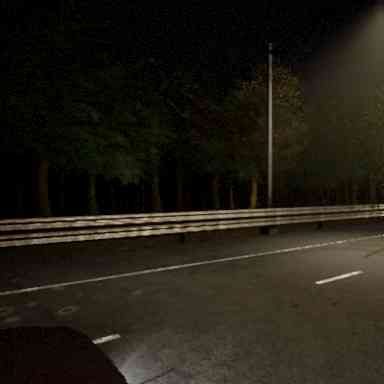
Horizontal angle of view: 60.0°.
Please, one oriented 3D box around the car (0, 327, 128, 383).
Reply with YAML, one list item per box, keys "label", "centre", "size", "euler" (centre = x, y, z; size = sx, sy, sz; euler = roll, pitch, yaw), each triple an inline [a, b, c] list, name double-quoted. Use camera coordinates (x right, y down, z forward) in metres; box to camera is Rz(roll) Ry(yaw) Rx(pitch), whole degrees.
- label: "car"
  centre: [-2.939, 1.548, 1.651]
  size: [5.357, 1.411, 2.033]
  euler: [0, 0, -35]
